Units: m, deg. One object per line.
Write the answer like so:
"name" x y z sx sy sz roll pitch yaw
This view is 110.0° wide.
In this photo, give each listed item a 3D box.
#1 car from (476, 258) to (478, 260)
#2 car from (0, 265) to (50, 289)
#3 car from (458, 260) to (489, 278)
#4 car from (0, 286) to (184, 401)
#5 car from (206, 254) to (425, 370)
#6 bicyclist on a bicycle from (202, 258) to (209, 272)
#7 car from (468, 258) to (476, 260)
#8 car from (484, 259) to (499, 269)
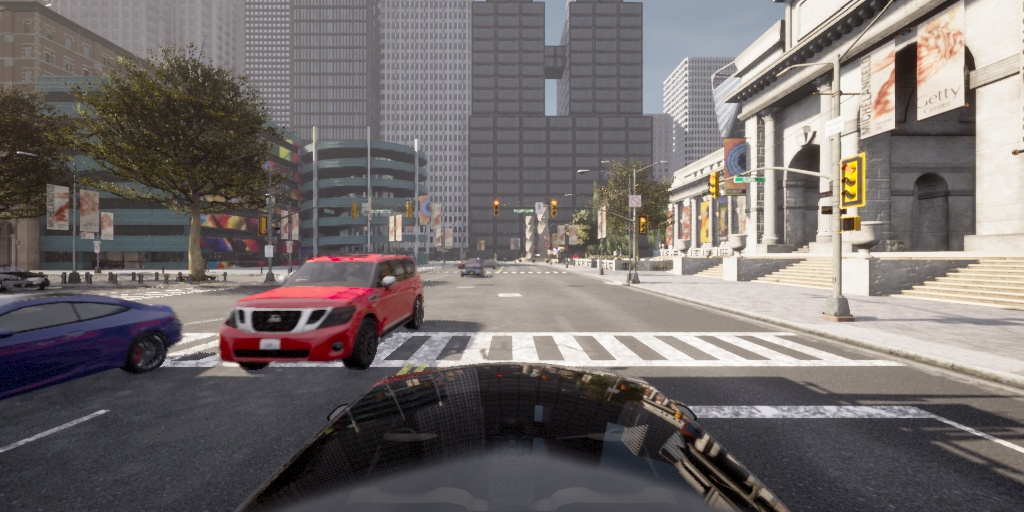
"car" -6.985 1.102 63.893 2.097 1.767 4.553 0 0 0
"car" -29.161 1.242 20.161 4.902 1.511 2.128 0 0 0
"car" -3.537 1.314 33.156 1.994 1.385 4.181 0 0 0
"car" -7.094 1.276 4.845 1.812 1.442 4.674 0 0 0
"car" -3.592 0.972 8.137 2.150 2.045 5.566 0 0 1
"bicyclist on a bicycle" -34.155 1.051 39.630 0.582 1.620 1.656 0 0 0
"car" -6.994 1.351 54.363 1.895 1.301 4.718 0 0 0
"car" -3.495 1.255 55.685 1.837 1.490 4.892 0 0 0
